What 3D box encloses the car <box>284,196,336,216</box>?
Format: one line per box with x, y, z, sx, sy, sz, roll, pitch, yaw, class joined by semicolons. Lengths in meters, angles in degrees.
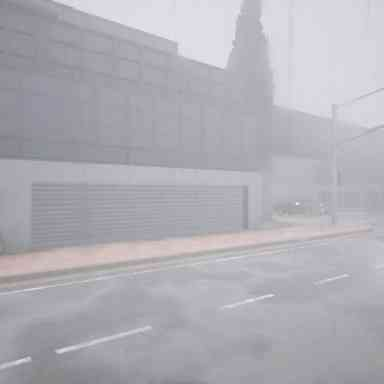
11.793;1.352;33.417;2.097;1.767;4.553;0;0;-37;car

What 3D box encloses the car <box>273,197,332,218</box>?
9.703;1.491;30.360;2.128;1.511;4.902;0;0;-37;car
